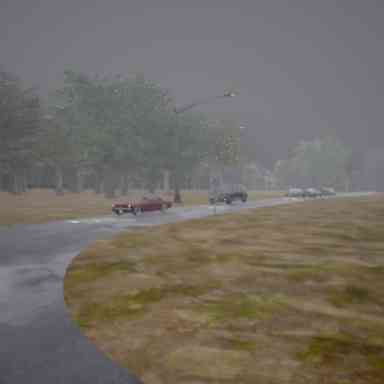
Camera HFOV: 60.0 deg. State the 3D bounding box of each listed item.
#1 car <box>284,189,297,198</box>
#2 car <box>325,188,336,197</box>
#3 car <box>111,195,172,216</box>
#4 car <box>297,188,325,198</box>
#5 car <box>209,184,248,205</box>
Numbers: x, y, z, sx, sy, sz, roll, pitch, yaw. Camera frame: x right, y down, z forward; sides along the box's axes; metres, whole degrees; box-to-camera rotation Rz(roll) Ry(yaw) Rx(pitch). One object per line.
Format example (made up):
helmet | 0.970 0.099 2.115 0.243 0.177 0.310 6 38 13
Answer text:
car | 15.960 0.192 51.643 1.812 1.442 4.674 -1 0 37
car | 22.581 0.076 55.470 1.837 1.490 4.892 -1 0 37
car | -3.509 0.924 23.662 1.895 1.301 4.718 0 1 32
car | 17.516 0.185 48.634 1.812 1.442 4.674 -1 0 37
car | 3.907 0.211 34.977 2.150 2.045 5.566 0 2 35
